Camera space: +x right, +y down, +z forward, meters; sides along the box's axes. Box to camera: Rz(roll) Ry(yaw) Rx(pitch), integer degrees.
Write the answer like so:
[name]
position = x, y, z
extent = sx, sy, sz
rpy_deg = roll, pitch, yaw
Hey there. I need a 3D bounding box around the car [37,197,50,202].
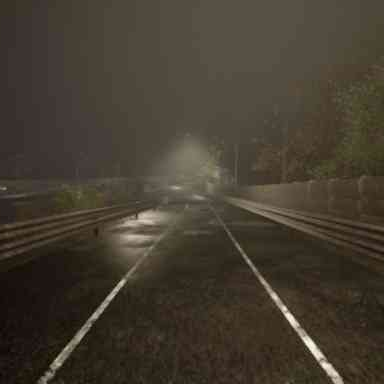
[car]
position = -37.289, 1.946, 83.071
extent = 1.994, 1.385, 4.181
rpy_deg = 2, 4, 17
